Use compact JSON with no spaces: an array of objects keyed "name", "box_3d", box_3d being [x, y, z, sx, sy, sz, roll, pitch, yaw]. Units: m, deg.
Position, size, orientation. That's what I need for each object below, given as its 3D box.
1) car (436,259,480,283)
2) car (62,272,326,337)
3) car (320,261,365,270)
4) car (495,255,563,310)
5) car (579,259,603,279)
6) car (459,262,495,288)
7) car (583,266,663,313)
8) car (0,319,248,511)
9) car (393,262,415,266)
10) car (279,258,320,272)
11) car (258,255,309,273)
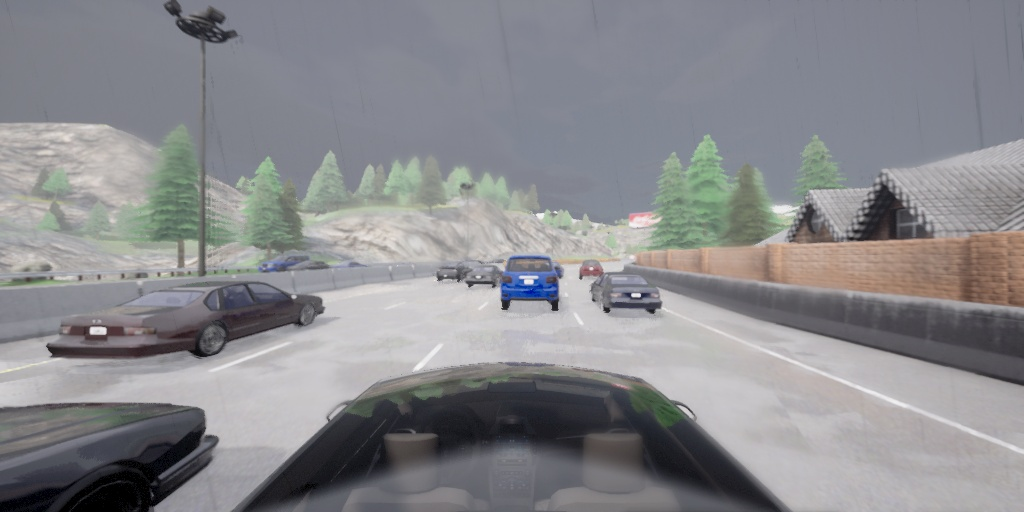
[{"name":"car","box_3d":[-4.371,1.242,28.250,2.128,1.511,4.902,0,0,10]},{"name":"car","box_3d":[-6.678,1.282,8.404,2.033,1.411,5.357,0,0,3]},{"name":"car","box_3d":[-17.074,1.245,37.092,1.812,1.442,4.674,0,0,13]},{"name":"car","box_3d":[0.822,0.981,14.966,2.150,2.045,5.566,0,0,5]},{"name":"car","box_3d":[7.279,1.138,32.865,2.097,1.767,4.553,0,0,12]},{"name":"car","box_3d":[-1.616,1.304,23.816,2.033,1.411,5.357,0,0,9]},{"name":"car","box_3d":[4.236,1.315,14.077,2.033,1.411,5.357,0,0,5]},{"name":"car","box_3d":[-3.364,1.288,0.484,2.033,1.411,5.357,0,0,0]},{"name":"car","box_3d":[-12.517,1.335,41.259,1.895,1.301,4.718,0,0,14]},{"name":"car","box_3d":[-20.720,1.216,36.715,1.837,1.490,4.892,0,-1,12]},{"name":"car","box_3d":[-23.993,0.922,38.259,2.150,2.045,5.566,0,0,13]}]
